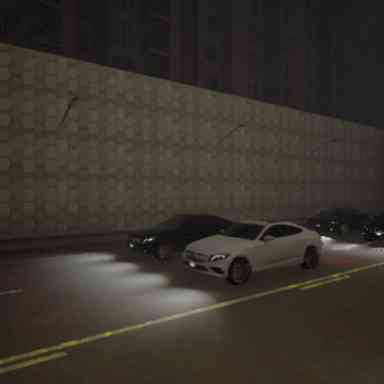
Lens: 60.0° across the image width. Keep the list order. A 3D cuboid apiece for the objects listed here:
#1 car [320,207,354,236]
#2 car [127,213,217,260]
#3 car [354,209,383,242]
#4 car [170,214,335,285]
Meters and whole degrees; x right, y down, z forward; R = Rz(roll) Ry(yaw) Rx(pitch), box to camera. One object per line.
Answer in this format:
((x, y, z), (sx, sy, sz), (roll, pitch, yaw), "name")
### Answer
((8.180, 1.558, 18.379), (4.181, 1.385, 1.994), (0, 0, -35), "car")
((-0.122, 1.523, 12.481), (4.674, 1.442, 1.812), (0, 0, -35), "car")
((9.725, 1.499, 15.189), (4.892, 1.490, 1.837), (0, 0, -35), "car")
((1.909, 1.523, 9.629), (4.674, 1.442, 1.812), (0, 0, -35), "car")
